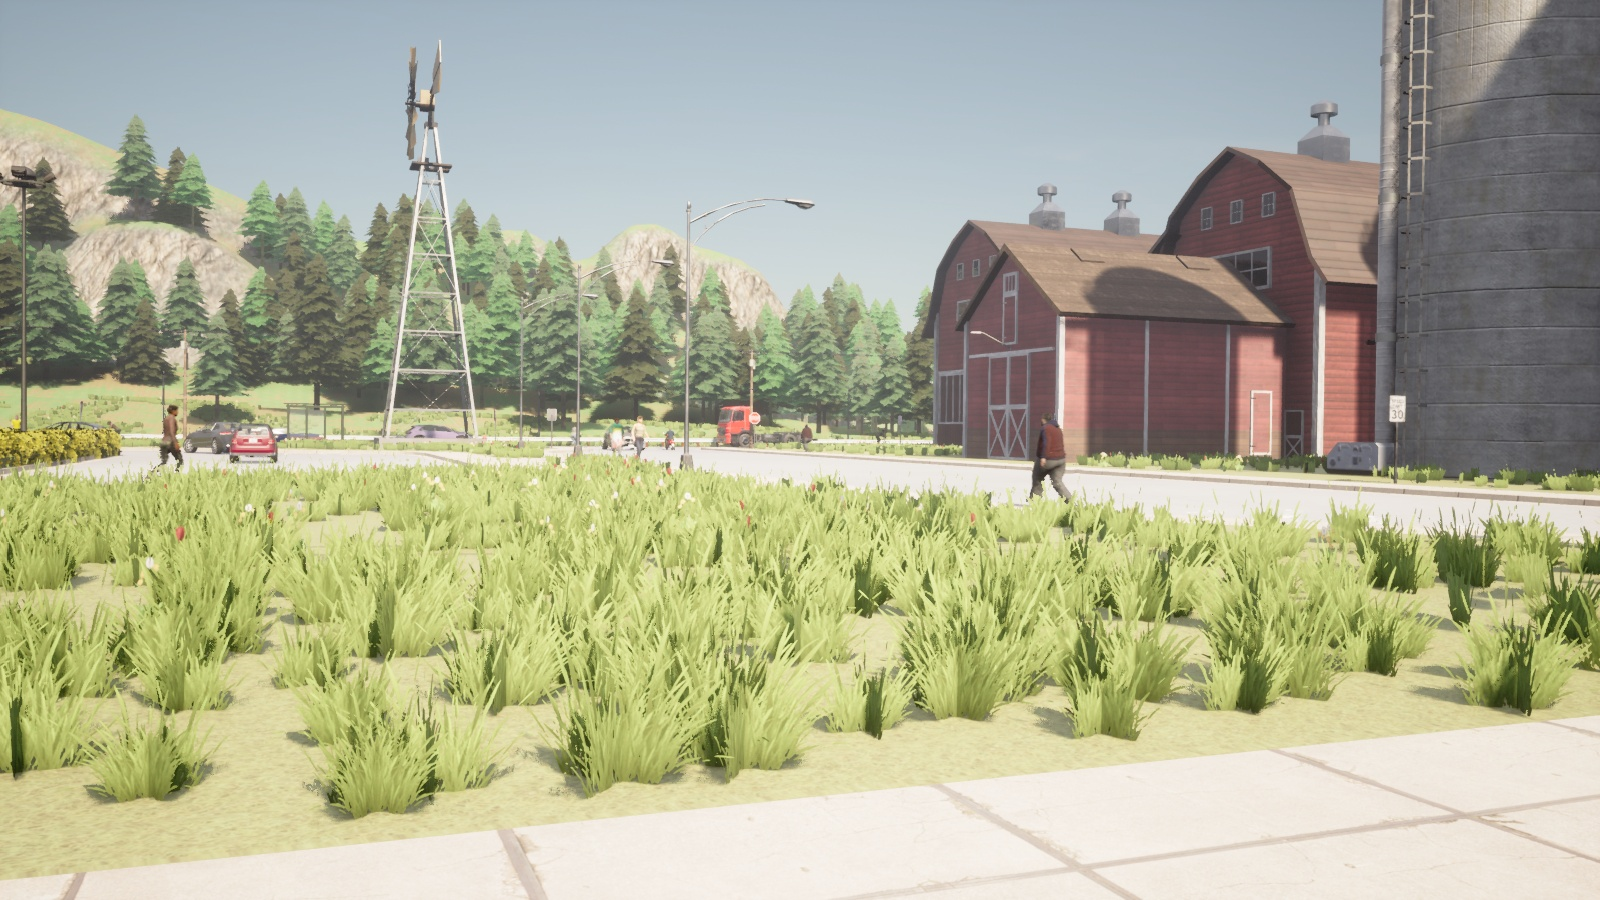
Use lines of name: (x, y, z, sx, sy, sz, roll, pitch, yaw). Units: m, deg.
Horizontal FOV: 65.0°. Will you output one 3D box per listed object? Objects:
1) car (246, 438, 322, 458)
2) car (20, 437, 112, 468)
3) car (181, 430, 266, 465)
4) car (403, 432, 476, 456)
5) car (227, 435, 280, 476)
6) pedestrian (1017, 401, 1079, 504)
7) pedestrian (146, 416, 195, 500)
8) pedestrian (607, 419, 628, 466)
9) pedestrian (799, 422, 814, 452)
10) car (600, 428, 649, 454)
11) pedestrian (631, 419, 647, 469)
car: (-35.537, -0.126, 86.605, 4.718, 1.301, 1.895, -1, 1, -21)
car: (-37.941, 0.129, 65.002, 3.705, 1.549, 1.789, -1, 1, -10)
car: (-29.348, -0.145, 63.852, 5.027, 1.651, 2.152, 0, 1, 43)
car: (-25.934, -0.459, 90.273, 4.856, 1.649, 2.033, -1, 1, -21)
car: (-21.700, 0.195, 49.959, 1.789, 1.549, 3.705, -1, 1, -21)
pedestrian: (4.534, 0.031, 22.970, 0.634, 1.844, 0.899, -1, 1, -39)
pedestrian: (-13.670, 0.157, 27.277, 0.328, 1.805, 0.869, 0, 1, 39)
pedestrian: (-7.761, -0.330, 53.311, 0.659, 1.952, 0.873, -1, 1, -21)
pedestrian: (0.390, -0.807, 77.209, 0.634, 1.844, 0.899, -1, 1, -22)
car: (-12.020, -0.623, 85.746, 2.242, 1.667, 4.611, -1, 1, -21)
pedestrian: (-5.922, -0.236, 46.281, 0.345, 1.836, 0.594, -1, 1, -32)
